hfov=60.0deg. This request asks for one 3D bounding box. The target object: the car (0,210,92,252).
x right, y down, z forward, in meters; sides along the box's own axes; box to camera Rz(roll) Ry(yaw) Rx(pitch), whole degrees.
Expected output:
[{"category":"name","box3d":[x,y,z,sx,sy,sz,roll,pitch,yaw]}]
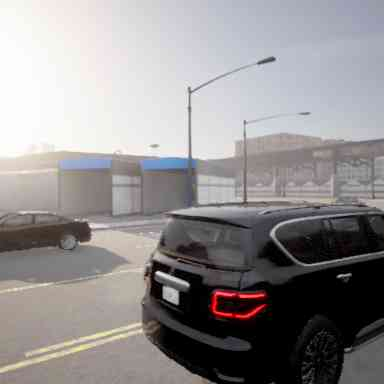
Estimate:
[{"category":"car","box3d":[-6.349,1.454,12.404,5.008,1.535,1.882,-1,0,-36]}]

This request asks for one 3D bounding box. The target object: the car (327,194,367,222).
[{"category":"car","box3d":[11.489,1.081,24.536,2.097,1.767,4.553,0,0,32]}]

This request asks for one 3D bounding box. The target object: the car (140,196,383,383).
[{"category":"car","box3d":[1.929,1.168,5.162,5.566,2.045,2.150,-1,1,-36]}]

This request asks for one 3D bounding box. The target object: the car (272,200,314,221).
[{"category":"car","box3d":[7.974,1.347,25.998,1.895,1.301,4.718,0,0,32]}]

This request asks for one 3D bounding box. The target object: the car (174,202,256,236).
[{"category":"car","box3d":[1.371,1.387,18.389,4.674,1.442,1.812,-1,1,-43]}]
